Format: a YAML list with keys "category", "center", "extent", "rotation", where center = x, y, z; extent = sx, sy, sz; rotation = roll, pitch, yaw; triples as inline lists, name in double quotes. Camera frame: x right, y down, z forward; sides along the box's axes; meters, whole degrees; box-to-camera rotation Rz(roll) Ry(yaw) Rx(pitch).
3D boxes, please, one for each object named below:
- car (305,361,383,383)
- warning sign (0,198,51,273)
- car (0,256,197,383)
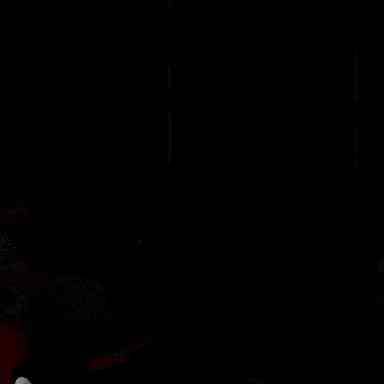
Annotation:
- category: "car"
  center: [2.542, 1.544, 1.146]
  extent: [4.507, 1.381, 1.887]
  rotation: [0, 0, 36]
- category: "warning sign"
  center: [-4.829, 1.119, 9.249]
  extent: [1.060, 1.860, 1.300]
  rotation: [0, 0, 36]
- category: "car"
  center: [-2.048, 1.546, 4.424]
  extent: [4.507, 1.381, 1.887]
  rotation: [0, 0, 36]
